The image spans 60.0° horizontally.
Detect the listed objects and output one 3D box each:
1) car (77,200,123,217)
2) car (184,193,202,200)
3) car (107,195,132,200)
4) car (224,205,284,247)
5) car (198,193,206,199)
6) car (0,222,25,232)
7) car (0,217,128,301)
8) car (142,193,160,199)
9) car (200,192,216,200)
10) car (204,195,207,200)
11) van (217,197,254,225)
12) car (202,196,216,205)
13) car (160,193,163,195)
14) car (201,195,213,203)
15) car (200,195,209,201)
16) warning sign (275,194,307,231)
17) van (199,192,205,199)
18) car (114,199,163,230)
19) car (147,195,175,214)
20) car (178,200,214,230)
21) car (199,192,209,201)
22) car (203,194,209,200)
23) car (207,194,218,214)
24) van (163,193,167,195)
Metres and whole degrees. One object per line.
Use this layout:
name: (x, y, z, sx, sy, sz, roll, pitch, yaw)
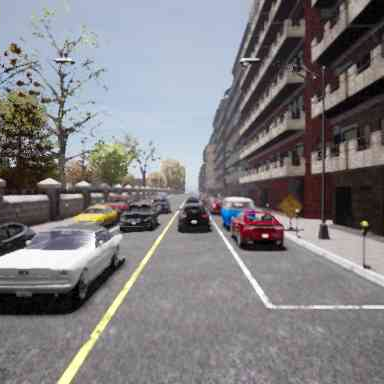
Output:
car: (-5.682, 1.422, 19.927, 1.752, 1.417, 4.829, 0, 0, 0)
car: (0.067, 1.297, 43.607, 1.837, 1.490, 4.892, 0, 1, 0)
car: (-5.680, 1.184, 25.726, 2.192, 1.841, 5.009, 0, 0, 0)
car: (2.697, 1.469, 14.464, 1.887, 1.381, 4.507, 0, 0, 0)
car: (2.715, 1.075, 87.655, 1.967, 1.590, 4.097, 0, 0, 0)
car: (-5.685, 1.518, 8.836, 1.947, 1.339, 4.313, 0, 0, 0)
car: (-3.097, 1.556, 8.324, 1.895, 1.301, 4.718, 0, 0, 0)
car: (-5.676, 1.234, 42.617, 1.967, 1.590, 4.097, 0, 0, 0)
car: (2.706, 1.085, 48.244, 2.192, 1.841, 5.009, 0, 0, 0)
car: (2.702, 1.369, 36.985, 2.008, 1.369, 4.403, 0, 0, 0)
van: (2.699, 1.237, 20.093, 1.690, 1.788, 3.998, 0, 0, 0)
car: (2.707, 1.298, 53.875, 2.008, 1.369, 4.403, 0, 0, 0)
car: (-5.674, 1.210, 48.246, 1.967, 1.590, 4.097, 0, 0, 0)
car: (2.708, 1.271, 59.505, 1.887, 1.381, 4.507, 0, 0, 0)
car: (2.711, 1.268, 70.766, 1.802, 1.307, 4.206, 0, 0, 0)
warning sign: (5.070, 1.026, 17.105, 1.300, 1.860, 1.060, 0, 0, 0)
van: (2.717, 0.960, 93.285, 1.690, 1.788, 3.998, 0, 0, 0)
car: (-3.090, 1.400, 20.126, 1.837, 1.490, 4.892, 0, 1, 0)
car: (-3.067, 1.339, 33.305, 1.837, 1.490, 4.892, 0, 0, 0)
car: (0.119, 1.422, 20.088, 1.812, 1.442, 4.674, 0, 0, 0)
car: (2.713, 0.984, 76.394, 2.192, 1.841, 5.009, 0, 0, 0)
car: (2.704, 1.339, 42.614, 1.887, 1.381, 4.507, 0, 0, 0)
car: (2.702, 1.284, 31.354, 1.967, 1.590, 4.097, 0, 0, 0)
van: (-5.672, 1.067, 59.507, 1.690, 1.788, 3.998, 0, 0, 0)
